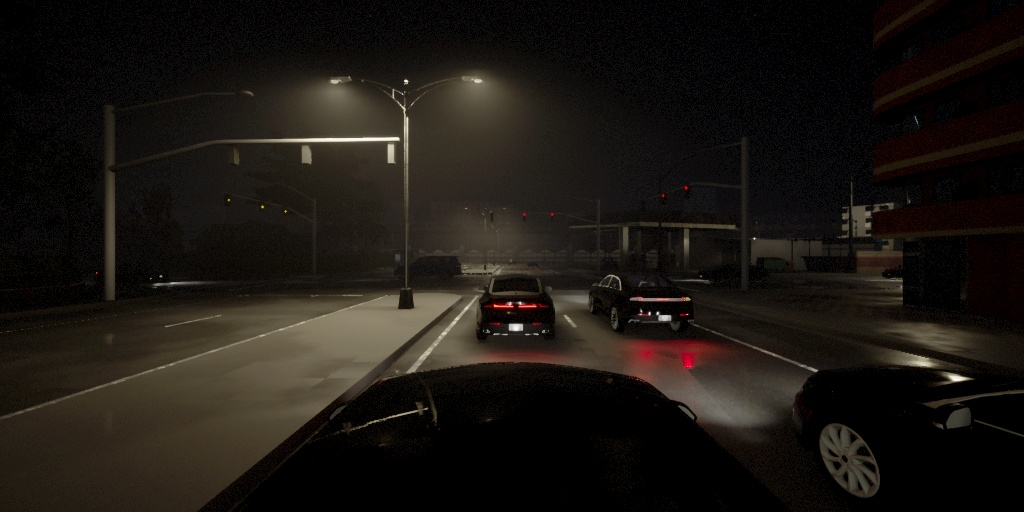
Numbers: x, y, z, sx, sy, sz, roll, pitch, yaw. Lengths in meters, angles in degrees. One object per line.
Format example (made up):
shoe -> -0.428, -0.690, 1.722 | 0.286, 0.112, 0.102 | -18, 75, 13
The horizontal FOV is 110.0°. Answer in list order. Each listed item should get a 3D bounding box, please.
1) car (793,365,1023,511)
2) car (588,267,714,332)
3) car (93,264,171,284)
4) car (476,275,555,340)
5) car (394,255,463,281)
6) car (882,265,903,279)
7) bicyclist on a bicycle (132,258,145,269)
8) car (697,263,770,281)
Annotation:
car -> 3.600, 1.255, 1.425 | 1.837, 1.490, 4.892 | 0, 0, 0
car -> 3.605, 1.242, 10.833 | 2.128, 1.511, 4.902 | 0, 0, 0
car -> -27.753, 1.314, 26.298 | 4.181, 1.385, 1.994 | 0, 0, 0
car -> 0.098, 1.255, 9.979 | 1.837, 1.490, 4.892 | 0, 0, 0
car -> -6.935, 0.971, 29.928 | 5.566, 2.045, 2.150 | 0, 0, 1
car -> 33.912, 1.275, 30.065 | 4.674, 1.442, 1.812 | 0, 0, -1
bicyclist on a bicycle -> -38.217, 1.053, 36.720 | 0.582, 1.620, 1.656 | 0, 0, 0
car -> 18.374, 1.297, 29.847 | 5.357, 1.411, 2.033 | 0, 0, -1
